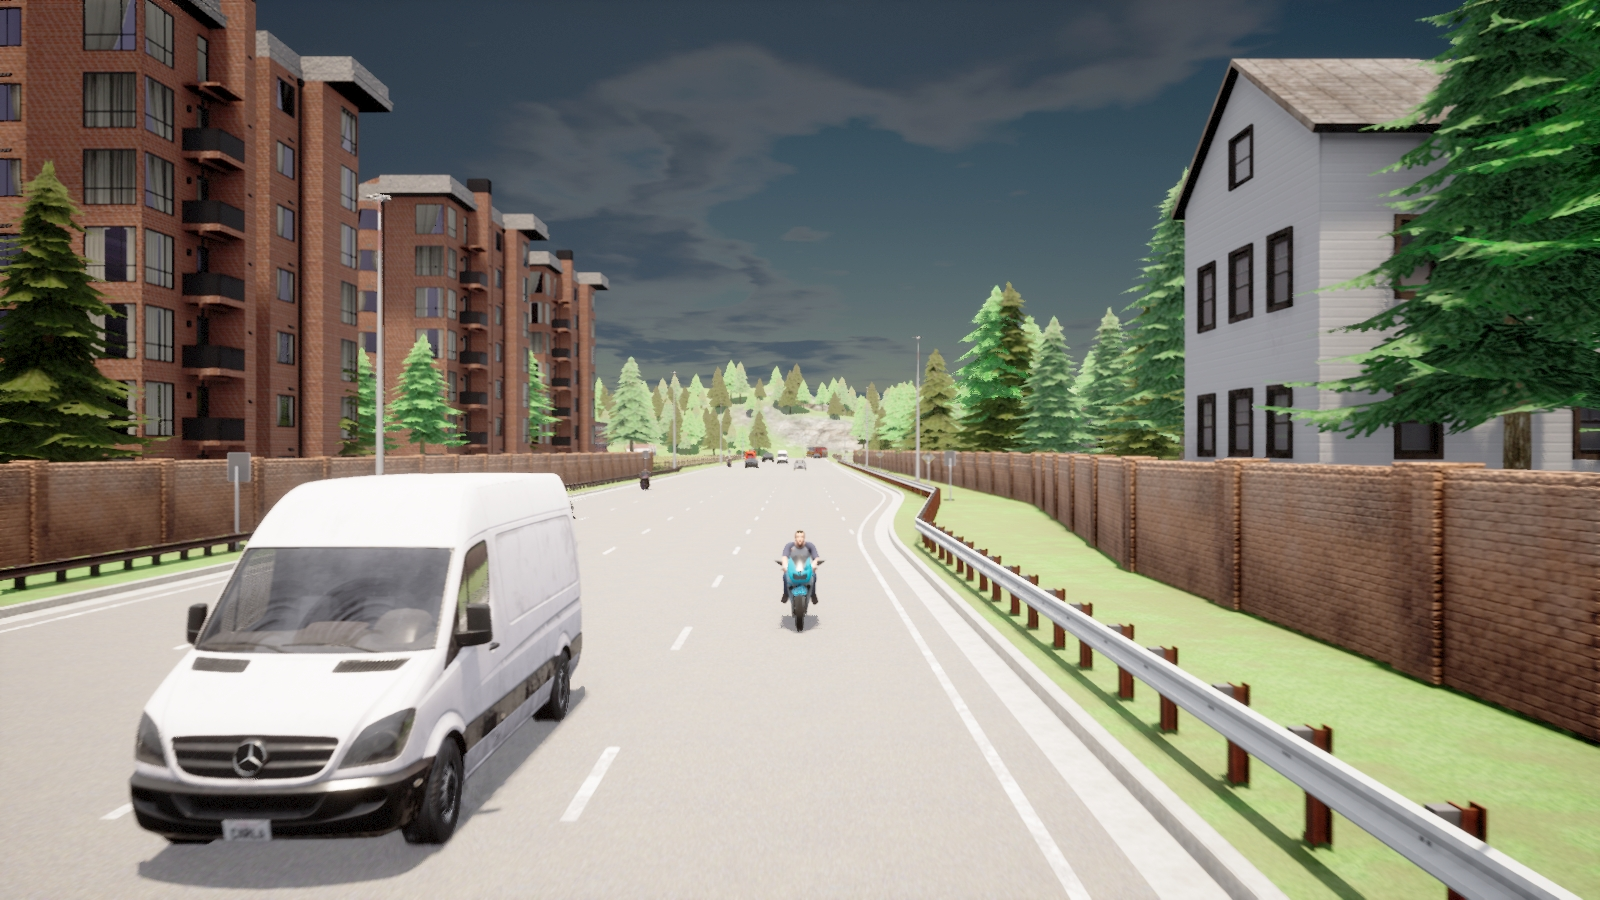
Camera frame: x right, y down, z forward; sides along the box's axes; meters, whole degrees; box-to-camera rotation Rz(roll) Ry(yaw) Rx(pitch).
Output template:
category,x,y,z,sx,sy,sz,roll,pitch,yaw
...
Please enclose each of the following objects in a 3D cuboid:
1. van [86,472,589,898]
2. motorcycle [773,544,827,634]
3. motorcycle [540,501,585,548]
category,x,y,z,sx,sy,sz,roll,pitch,yaw
van,-3.446,1.526,10.118,1.988,2.561,5.915,0,0,1
motorcycle,0.001,2.173,18.220,0.803,1.199,2.033,0,0,0
motorcycle,-7.000,2.181,33.737,0.867,1.251,2.209,0,0,0
